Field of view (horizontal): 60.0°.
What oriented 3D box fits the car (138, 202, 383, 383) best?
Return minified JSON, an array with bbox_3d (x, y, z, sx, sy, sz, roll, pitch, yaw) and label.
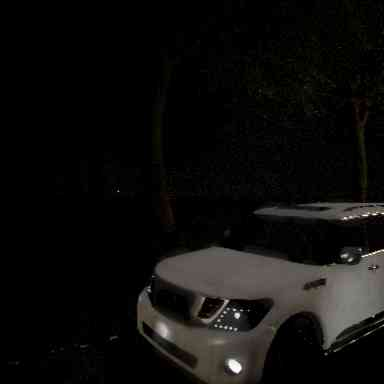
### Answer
[{"bbox_3d":[1.921,1.222,5.387,5.566,2.045,2.150,0,0,-36],"label":"car"}]
